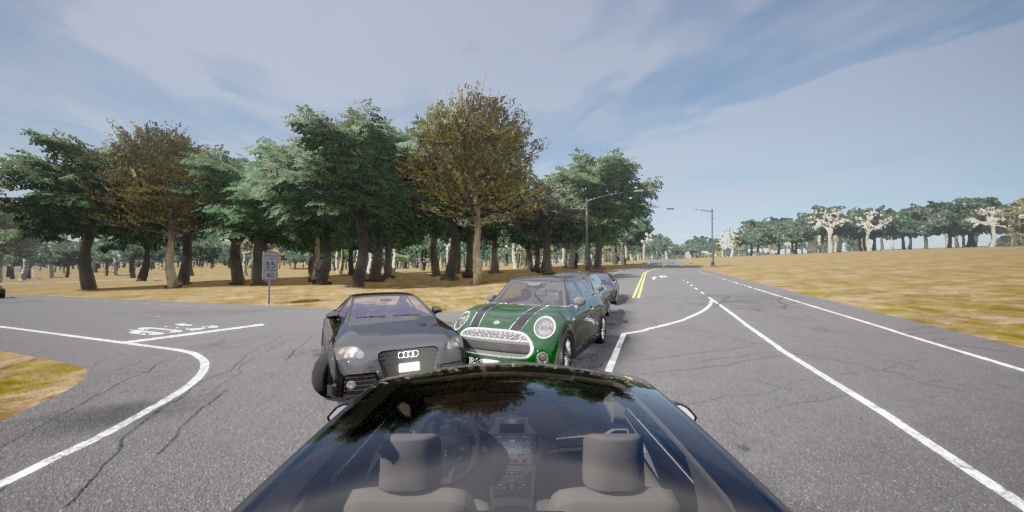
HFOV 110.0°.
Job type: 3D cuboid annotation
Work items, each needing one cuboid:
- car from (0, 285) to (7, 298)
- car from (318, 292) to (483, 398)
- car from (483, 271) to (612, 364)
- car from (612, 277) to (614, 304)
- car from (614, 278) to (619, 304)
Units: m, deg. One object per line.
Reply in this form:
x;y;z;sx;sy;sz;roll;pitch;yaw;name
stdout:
-40.845;2.559;27.369;4.181;1.385;1.994;-2;-3;22;car
-2.350;1.375;6.587;1.994;1.385;4.181;1;-2;-29;car
0.623;1.217;7.791;2.097;1.767;4.553;-1;-2;26;car
2.031;1.343;12.103;2.097;1.767;4.553;-1;-1;21;car
4.228;1.508;17.829;1.994;1.385;4.181;-1;0;19;car
